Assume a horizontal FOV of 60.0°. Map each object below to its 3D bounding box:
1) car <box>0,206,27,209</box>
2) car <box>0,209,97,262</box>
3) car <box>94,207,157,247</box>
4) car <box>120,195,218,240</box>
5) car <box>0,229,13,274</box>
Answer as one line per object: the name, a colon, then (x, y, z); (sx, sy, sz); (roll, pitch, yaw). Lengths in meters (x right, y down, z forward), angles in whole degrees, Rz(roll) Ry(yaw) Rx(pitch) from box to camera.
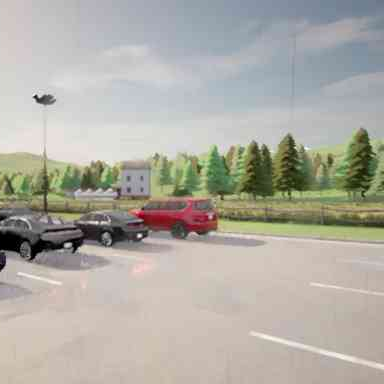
car: (-14.719, 1.810, 27.338); (4.181, 1.385, 1.994); (-1, 0, 36)
car: (-6.151, 1.601, 12.633); (4.902, 1.511, 2.128); (-1, 0, 36)
car: (-4.189, 1.615, 15.533); (4.892, 1.490, 1.837); (0, 0, 36)
car: (-1.268, 1.322, 17.743); (5.566, 2.045, 2.150); (0, 0, 36)
car: (-7.009, 1.697, 8.939); (4.718, 1.301, 1.895); (-1, 0, 36)
